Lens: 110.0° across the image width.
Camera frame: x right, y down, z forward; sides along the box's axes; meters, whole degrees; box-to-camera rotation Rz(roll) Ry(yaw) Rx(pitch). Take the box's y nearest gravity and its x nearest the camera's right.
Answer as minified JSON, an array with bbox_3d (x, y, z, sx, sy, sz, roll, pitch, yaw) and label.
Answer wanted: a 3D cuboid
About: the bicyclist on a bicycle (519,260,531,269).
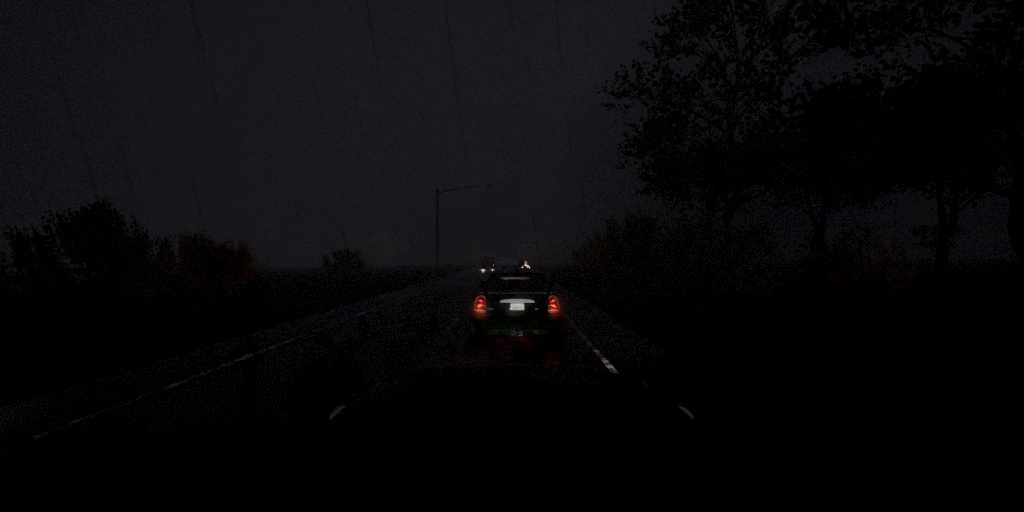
[{"bbox_3d":[0.985,1.177,25.563,0.866,1.612,1.509,0,0,1],"label":"bicyclist on a bicycle"}]

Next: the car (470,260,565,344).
[{"bbox_3d":[0.116,1.099,9.740,2.097,1.767,4.553,0,0,0],"label":"car"}]

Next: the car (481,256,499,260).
[{"bbox_3d":[-3.712,0.956,57.172,2.150,2.045,5.566,0,0,0],"label":"car"}]
